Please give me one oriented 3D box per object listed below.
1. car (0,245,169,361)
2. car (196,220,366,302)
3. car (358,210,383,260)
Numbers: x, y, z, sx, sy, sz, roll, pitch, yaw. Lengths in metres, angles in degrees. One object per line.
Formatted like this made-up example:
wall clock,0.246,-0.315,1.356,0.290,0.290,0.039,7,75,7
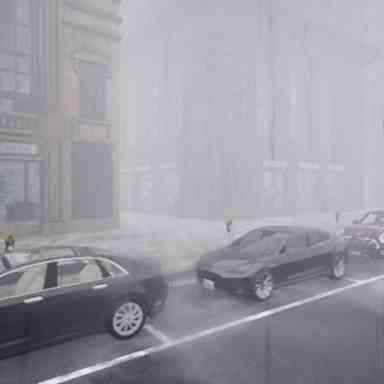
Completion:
car,-2.438,1.545,4.906,4.403,1.369,2.008,-1,1,-36
car,2.122,1.519,8.160,4.313,1.339,1.947,-1,1,-36
car,6.681,1.352,11.412,4.097,1.590,1.967,-1,1,-36
